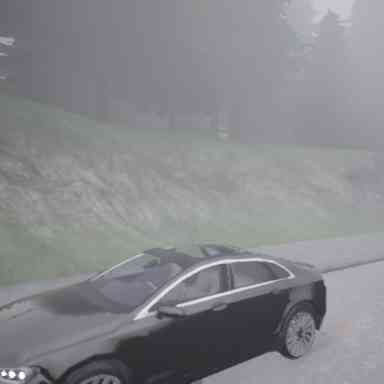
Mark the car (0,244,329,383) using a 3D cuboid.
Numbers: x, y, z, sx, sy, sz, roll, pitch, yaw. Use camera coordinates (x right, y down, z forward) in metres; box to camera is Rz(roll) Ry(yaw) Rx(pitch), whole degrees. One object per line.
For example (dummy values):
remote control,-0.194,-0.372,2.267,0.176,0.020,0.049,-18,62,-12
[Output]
car,-0.162,1.522,4.486,4.902,1.511,2.128,1,-1,-35
